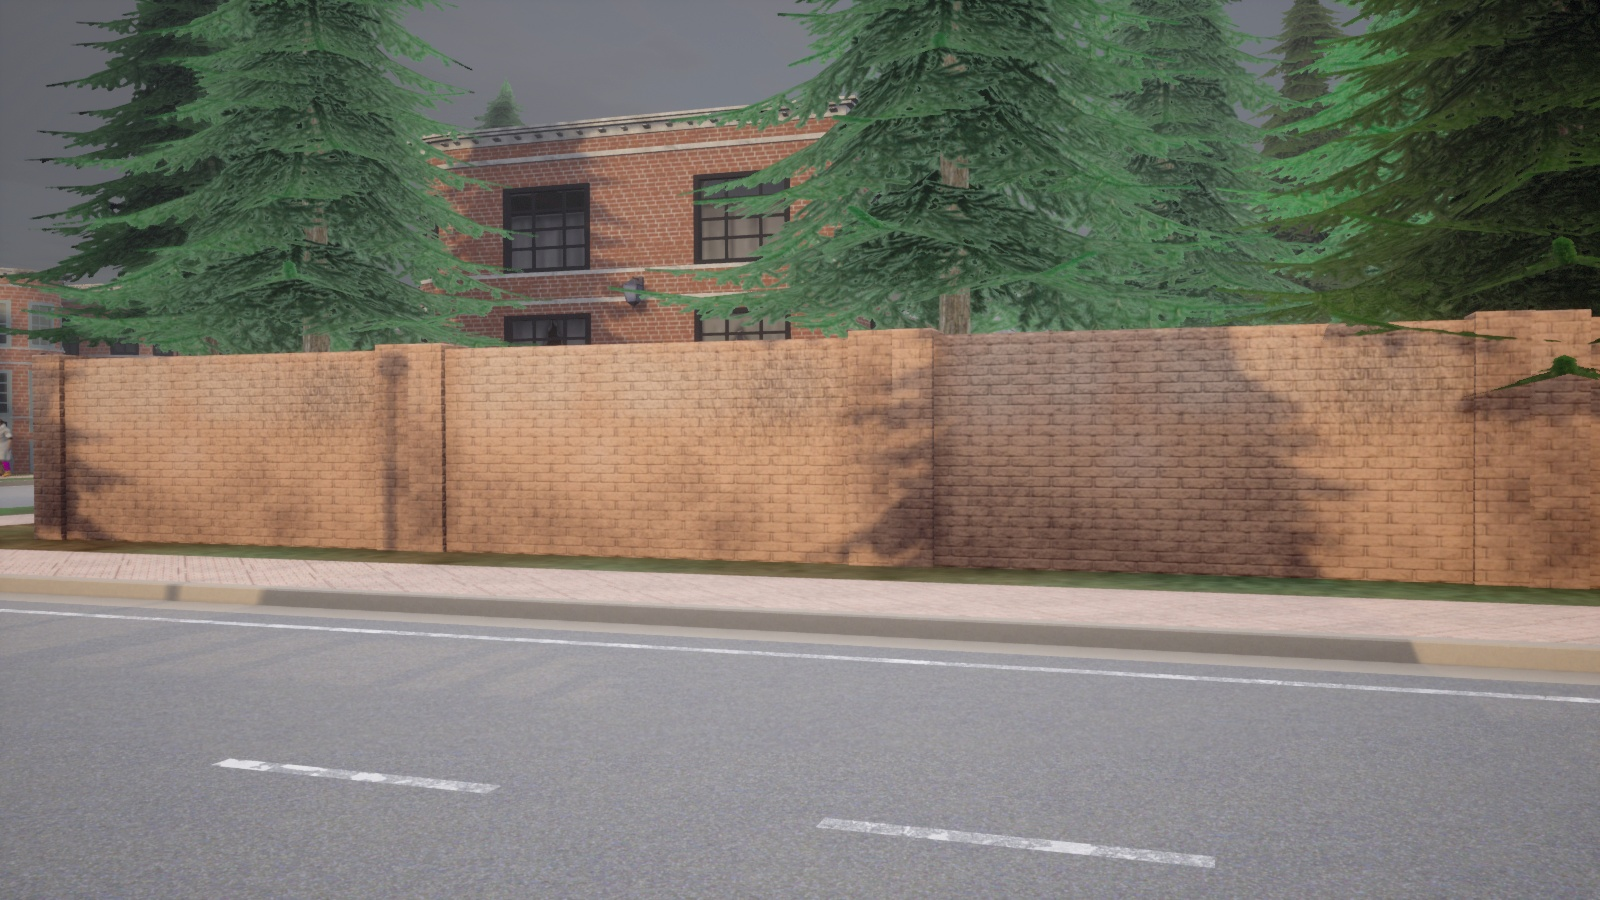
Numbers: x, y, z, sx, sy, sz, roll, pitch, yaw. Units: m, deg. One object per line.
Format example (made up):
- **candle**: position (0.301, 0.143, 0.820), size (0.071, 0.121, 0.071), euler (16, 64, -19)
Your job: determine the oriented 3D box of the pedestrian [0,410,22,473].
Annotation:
- **pedestrian**: position (-24.958, -0.267, 39.221), size (0.659, 1.952, 0.873), euler (1, 1, 20)
